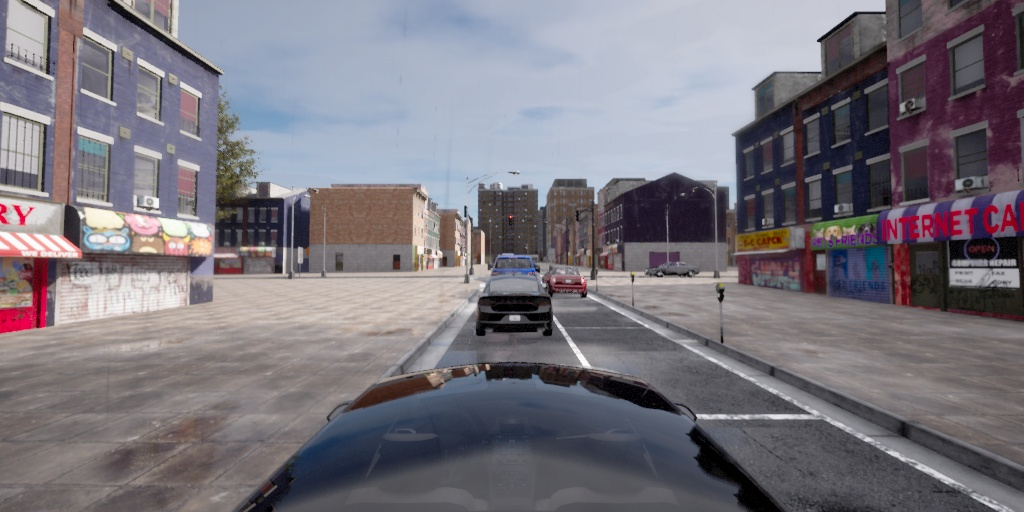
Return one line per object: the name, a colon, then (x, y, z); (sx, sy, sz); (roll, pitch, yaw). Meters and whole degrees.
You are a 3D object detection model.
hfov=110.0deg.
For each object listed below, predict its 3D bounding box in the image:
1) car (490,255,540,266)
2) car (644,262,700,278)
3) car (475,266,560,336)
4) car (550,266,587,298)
car: (0.068, 0.989, 18.001); (2.150, 2.045, 5.566); (0, 0, 0)
car: (14.949, 1.308, 33.533); (4.902, 1.511, 2.128); (0, -2, 0)
car: (0.036, 1.233, 10.464); (1.882, 1.535, 5.008); (0, 0, -1)
car: (2.615, 1.207, 18.689); (1.967, 1.591, 4.097); (0, 0, 0)
